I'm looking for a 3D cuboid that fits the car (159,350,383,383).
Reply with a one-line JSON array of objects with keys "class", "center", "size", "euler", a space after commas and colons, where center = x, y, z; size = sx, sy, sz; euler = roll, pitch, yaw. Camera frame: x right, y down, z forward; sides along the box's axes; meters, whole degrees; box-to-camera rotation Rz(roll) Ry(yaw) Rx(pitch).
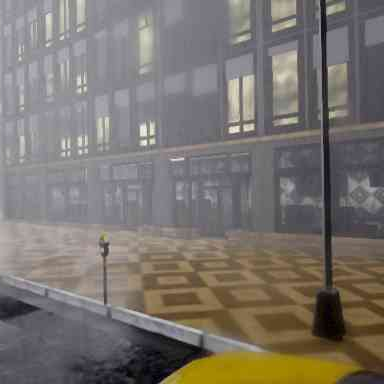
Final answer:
[{"class": "car", "center": [1.684, 1.521, 1.538], "size": [4.829, 1.417, 1.752], "euler": [0, -1, 36]}]
